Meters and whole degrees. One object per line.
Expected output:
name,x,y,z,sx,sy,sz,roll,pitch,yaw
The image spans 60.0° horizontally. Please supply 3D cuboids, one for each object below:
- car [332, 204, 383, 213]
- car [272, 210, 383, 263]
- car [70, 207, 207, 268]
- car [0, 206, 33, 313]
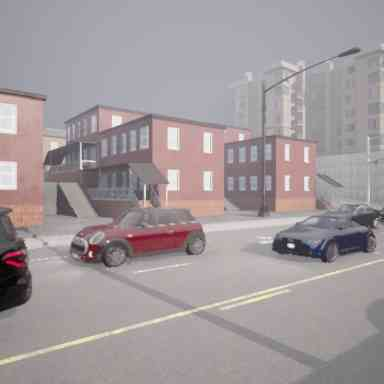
car,9.401,1.493,19.795,4.902,1.511,2.128,0,0,-37
car,4.817,1.563,11.998,4.181,1.385,1.994,0,0,-36
car,-1.738,1.352,11.459,4.553,1.767,2.097,0,0,-37
car,-5.187,1.222,4.413,5.566,2.045,2.150,0,0,-38
